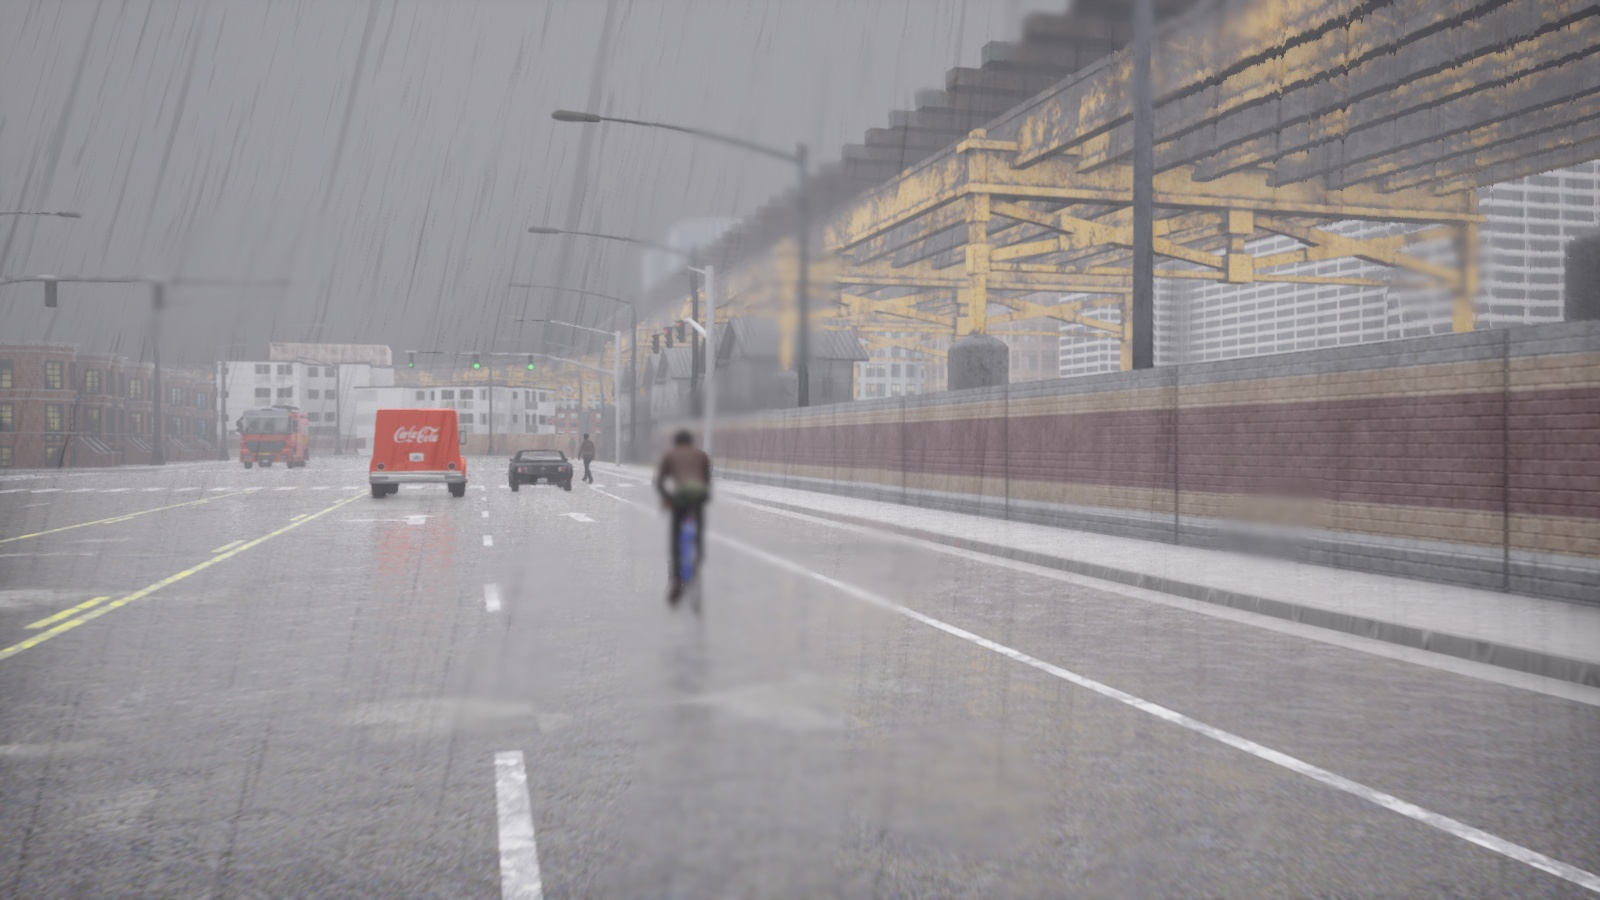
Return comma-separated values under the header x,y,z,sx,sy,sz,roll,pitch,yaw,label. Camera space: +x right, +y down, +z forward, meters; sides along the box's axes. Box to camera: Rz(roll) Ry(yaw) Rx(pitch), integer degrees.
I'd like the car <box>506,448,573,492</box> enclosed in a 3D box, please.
x,y,z,sx,sy,sz,roll,pitch,yaw,label
-8.425,0.606,40.416,1.895,1.301,4.718,0,0,-14,car

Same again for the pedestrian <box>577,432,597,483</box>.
x,y,z,sx,sy,sz,roll,pitch,yaw,label
-7.576,0.267,44.668,0.328,1.805,0.869,0,0,-39,pedestrian

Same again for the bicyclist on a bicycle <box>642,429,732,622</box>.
x,y,z,sx,sy,sz,roll,pitch,yaw,label
-1.055,0.632,11.426,0.582,1.620,1.656,0,0,-13,bicyclist on a bicycle

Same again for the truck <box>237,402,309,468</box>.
x,y,z,sx,sy,sz,roll,pitch,yaw,label
-32.340,-0.893,77.359,2.891,3.827,8.468,0,0,-14,truck

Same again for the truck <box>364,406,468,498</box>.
x,y,z,sx,sy,sz,roll,pitch,yaw,label
-10.974,0.041,36.265,2.627,2.467,5.204,0,0,-14,truck
